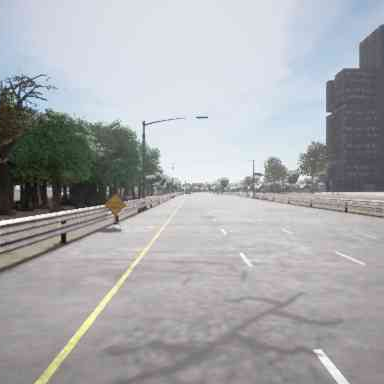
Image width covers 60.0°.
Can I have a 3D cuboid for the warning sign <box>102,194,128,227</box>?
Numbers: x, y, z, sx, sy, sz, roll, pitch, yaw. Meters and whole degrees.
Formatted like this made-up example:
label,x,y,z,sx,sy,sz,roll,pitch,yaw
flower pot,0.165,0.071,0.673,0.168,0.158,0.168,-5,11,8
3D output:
label,x,y,z,sx,sy,sz,roll,pitch,yaw
warning sign,-4.544,1.058,19.744,1.300,1.860,1.060,0,1,0
